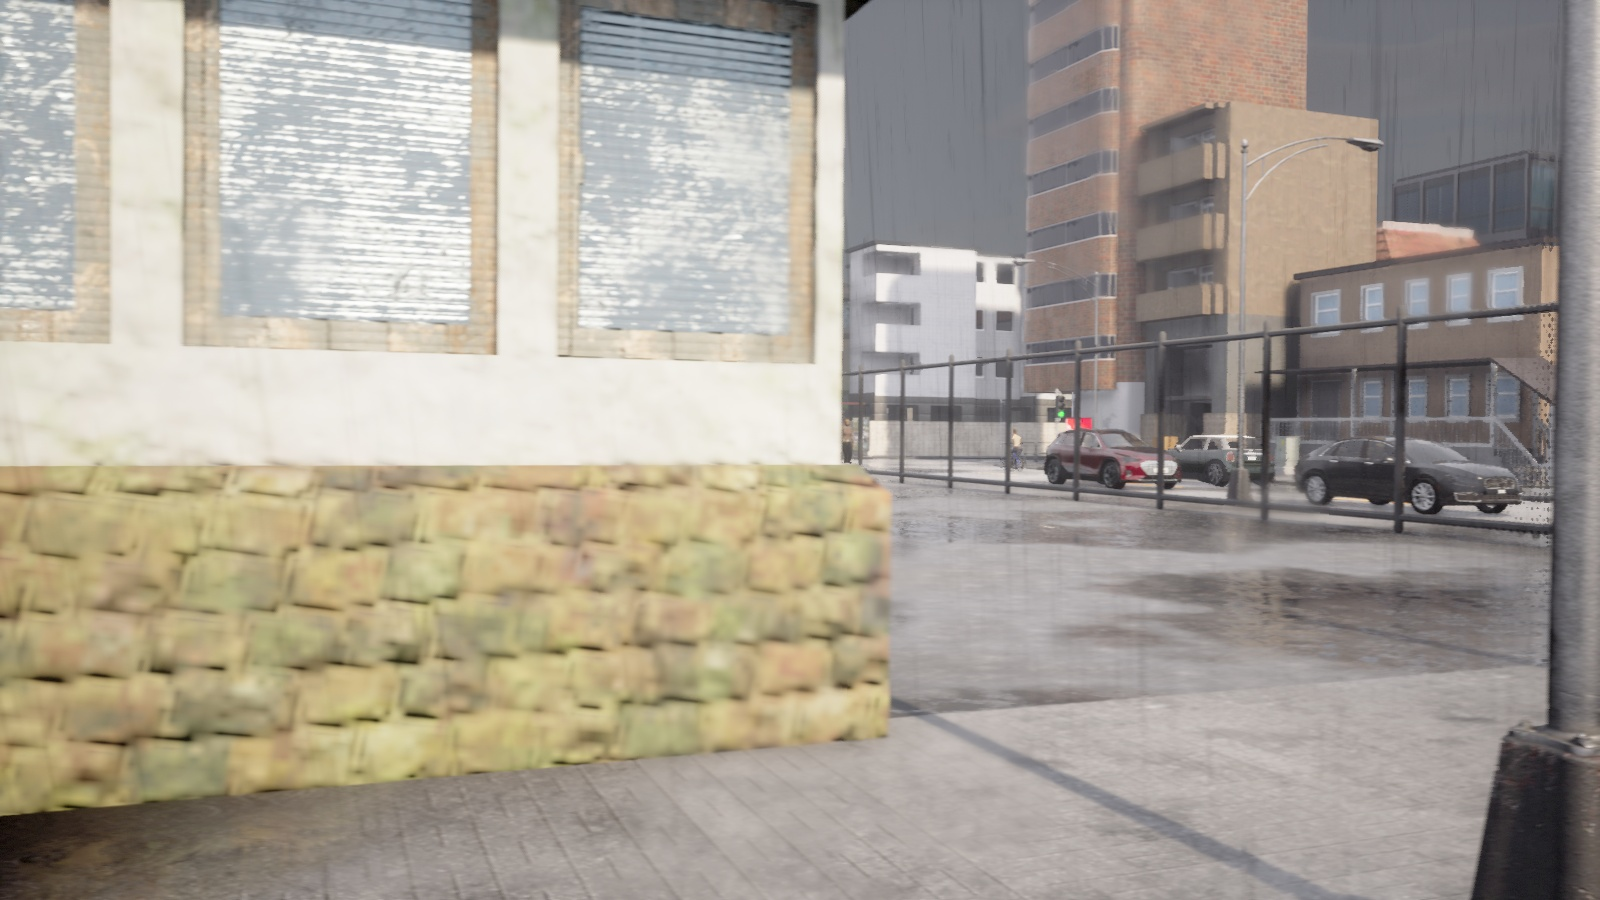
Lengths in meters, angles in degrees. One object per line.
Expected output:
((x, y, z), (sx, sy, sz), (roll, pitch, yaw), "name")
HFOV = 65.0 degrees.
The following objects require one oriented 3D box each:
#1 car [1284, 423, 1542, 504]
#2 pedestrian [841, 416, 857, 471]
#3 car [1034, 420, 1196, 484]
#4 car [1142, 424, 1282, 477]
((12.385, 0.214, 25.791), (1.837, 1.490, 4.892), (-1, 1, -19), "car")
((1.636, -0.220, 41.845), (0.331, 1.846, 0.634), (-1, 1, -19), "pedestrian")
((8.707, 0.025, 35.236), (2.033, 1.649, 4.856), (-1, 1, -20), "car")
((12.163, -0.017, 37.318), (1.970, 1.475, 3.806), (-1, 1, -21), "car")
